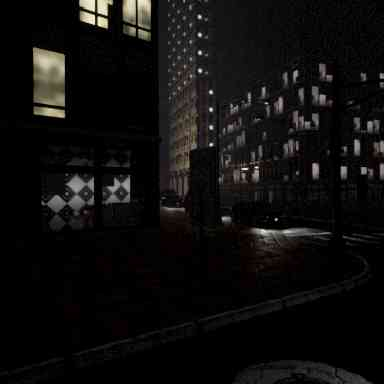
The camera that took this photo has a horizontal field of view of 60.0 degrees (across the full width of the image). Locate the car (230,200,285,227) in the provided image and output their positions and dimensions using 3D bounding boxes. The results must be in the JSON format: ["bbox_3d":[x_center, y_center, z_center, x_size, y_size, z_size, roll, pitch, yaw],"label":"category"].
[{"bbox_3d":[4.094,1.315,21.545,1.837,1.490,4.892,-1,1,-19],"label":"car"}]

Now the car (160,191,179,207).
[{"bbox_3d":[-2.416,1.035,40.672,1.837,1.490,4.892,-1,1,-18],"label":"car"}]

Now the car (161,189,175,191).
[{"bbox_3d":[-4.068,0.535,54.633,2.150,2.045,5.566,-1,1,-18],"label":"car"}]

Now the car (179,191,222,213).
[{"bbox_3d":[0.886,0.894,30.947,2.150,2.045,5.566,-1,1,-19],"label":"car"}]
